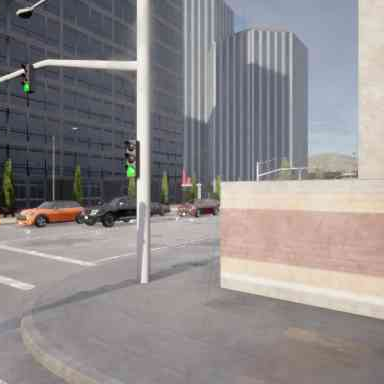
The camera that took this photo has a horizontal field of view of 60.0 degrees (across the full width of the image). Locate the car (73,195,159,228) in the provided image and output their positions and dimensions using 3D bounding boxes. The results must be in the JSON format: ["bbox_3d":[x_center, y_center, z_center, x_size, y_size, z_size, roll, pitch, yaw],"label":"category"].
[{"bbox_3d":[-5.145,1.277,23.516,2.150,2.045,5.566,0,0,36],"label":"car"}]

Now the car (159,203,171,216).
[{"bbox_3d":[-4.175,1.603,30.864,2.033,1.411,5.357,0,0,36],"label":"car"}]

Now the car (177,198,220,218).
[{"bbox_3d":[0.584,1.407,31.485,2.097,1.767,4.553,0,0,36],"label":"car"}]

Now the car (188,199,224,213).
[{"bbox_3d":[1.750,1.560,39.094,1.837,1.490,4.892,0,0,36],"label":"car"}]

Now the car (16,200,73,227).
[{"bbox_3d":[-9.701,1.407,23.169,2.097,1.767,4.553,0,0,36],"label":"car"}]
